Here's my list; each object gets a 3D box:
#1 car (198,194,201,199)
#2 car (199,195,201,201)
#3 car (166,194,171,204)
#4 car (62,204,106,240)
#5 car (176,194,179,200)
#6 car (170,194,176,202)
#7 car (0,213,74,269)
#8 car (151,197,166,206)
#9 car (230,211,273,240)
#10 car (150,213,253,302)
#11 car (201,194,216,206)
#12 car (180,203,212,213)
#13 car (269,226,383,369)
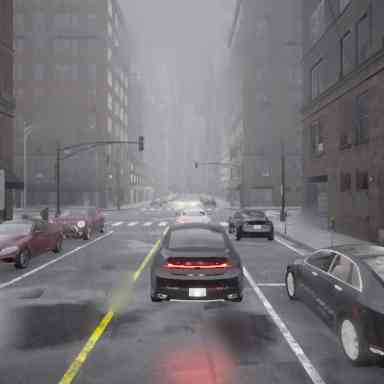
[{"bbox_3d":[2.908,1.525,75.296,1.967,1.590,4.097,0,0,0],"label":"car"},{"bbox_3d":[2.892,1.607,64.478,2.008,1.369,4.403,0,0,0],"label":"car"},{"bbox_3d":[-5.633,1.607,64.488,2.008,1.369,4.403,0,0,0],"label":"car"},{"bbox_3d":[-5.675,1.441,16.568,1.967,1.590,4.097,0,0,0],"label":"car"},{"bbox_3d":[-5.593,1.457,91.531,2.192,1.841,5.009,0,0,0],"label":"car"},{"bbox_3d":[-5.609,1.626,80.544,1.752,1.417,4.829,0,0,0],"label":"car"},{"bbox_3d":[-5.673,1.582,11.067,1.802,1.307,4.206,0,0,0],"label":"car"},{"bbox_3d":[-5.650,1.618,53.671,1.802,1.307,4.206,0,0,0],"label":"car"},{"bbox_3d":[2.851,1.567,16.570,1.947,1.339,4.313,0,0,0],"label":"car"},{"bbox_3d":[0.096,1.505,8.234,1.837,1.490,4.892,0,0,0],"label":"car"},{"bbox_3d":[2.875,1.476,53.660,1.967,1.590,4.097,0,0,0],"label":"car"},{"bbox_3d":[0.078,1.527,17.382,1.812,1.442,4.674,0,0,-1],"label":"car"},{"bbox_3d":[2.854,1.551,5.568,2.008,1.369,4.403,0,0,0],"label":"car"}]
